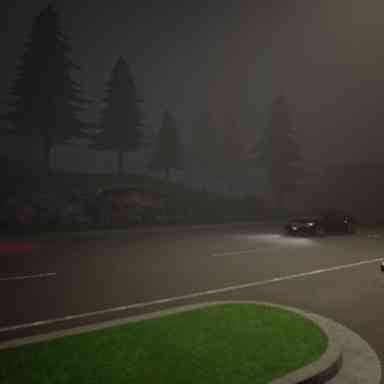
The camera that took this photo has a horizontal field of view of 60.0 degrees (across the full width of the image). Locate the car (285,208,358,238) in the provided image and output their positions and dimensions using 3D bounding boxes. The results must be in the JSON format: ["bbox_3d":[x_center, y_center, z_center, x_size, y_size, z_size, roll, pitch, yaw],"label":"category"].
[{"bbox_3d":[7.187,1.593,18.216,4.674,1.442,1.812,0,0,-33],"label":"car"}]
